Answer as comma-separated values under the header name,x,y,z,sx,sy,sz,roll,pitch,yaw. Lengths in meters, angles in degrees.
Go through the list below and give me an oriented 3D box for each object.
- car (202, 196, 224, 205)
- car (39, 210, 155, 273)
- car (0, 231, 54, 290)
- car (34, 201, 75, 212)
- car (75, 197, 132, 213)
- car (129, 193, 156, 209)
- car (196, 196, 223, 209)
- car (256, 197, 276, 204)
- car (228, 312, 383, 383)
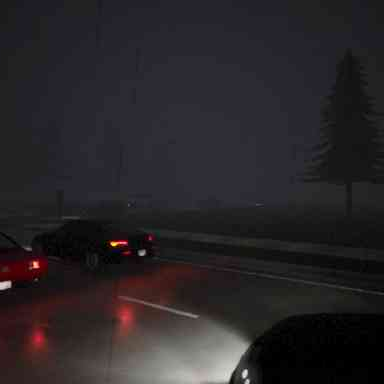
name,x,y,z,sx,sy,sz,roll,pitch,yaw
car,3.826,1.521,59.900,1.812,1.442,4.674,0,0,37
car,-3.248,1.525,10.642,4.674,1.442,1.812,0,0,36
car,-5.583,1.600,8.014,4.718,1.301,1.895,0,0,36
car,-14.254,1.597,35.601,1.895,1.301,4.718,0,0,37
car,-8.375,1.523,31.745,1.812,1.442,4.674,0,0,37
car,-7.294,1.219,44.980,2.150,2.045,5.566,0,0,37
car,2.478,1.522,46.371,1.812,1.442,4.674,0,0,36
car,13.840,1.600,61.538,2.033,1.411,5.357,0,0,37
car,2.317,1.564,2.321,4.181,1.385,1.994,0,0,36
